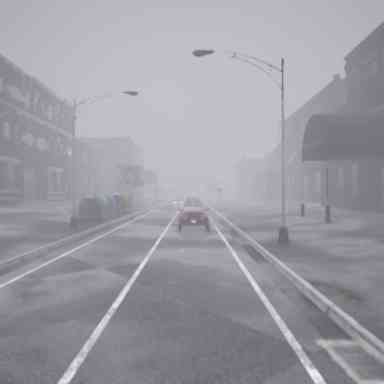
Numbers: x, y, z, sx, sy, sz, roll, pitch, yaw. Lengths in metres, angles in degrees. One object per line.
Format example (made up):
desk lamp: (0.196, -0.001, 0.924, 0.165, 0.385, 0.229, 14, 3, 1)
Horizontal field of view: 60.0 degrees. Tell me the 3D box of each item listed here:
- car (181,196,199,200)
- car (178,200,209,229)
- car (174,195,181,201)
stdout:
car: (0.093, 1.318, 38.860, 2.097, 1.767, 4.553, 0, 0, 0)
car: (0.096, 1.476, 20.960, 1.812, 1.442, 4.674, 0, 0, 0)
car: (-3.015, 1.426, 75.061, 1.994, 1.385, 4.181, 0, 0, 0)
